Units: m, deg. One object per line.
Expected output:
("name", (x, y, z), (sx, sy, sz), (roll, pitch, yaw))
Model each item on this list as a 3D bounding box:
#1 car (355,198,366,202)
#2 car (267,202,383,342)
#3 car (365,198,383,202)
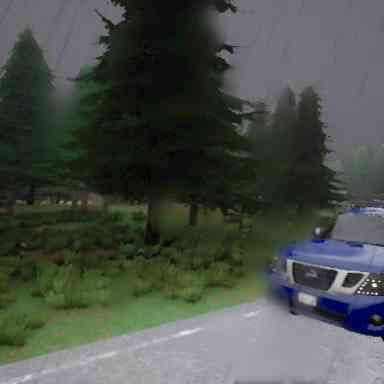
("car", (21.910, 1.524, 41.177), (1.882, 1.535, 5.008), (5, 1, -13))
("car", (3.973, 1.323, 6.678), (5.566, 2.045, 2.150), (1, -1, -36))
("car", (19.543, 1.613, 32.630), (2.033, 1.411, 5.357), (4, 2, 2))
